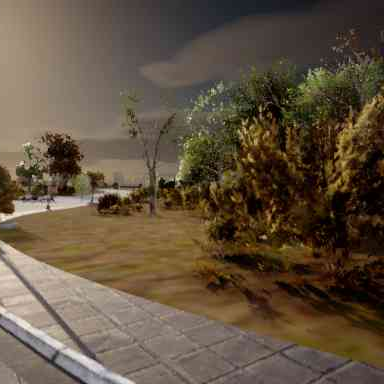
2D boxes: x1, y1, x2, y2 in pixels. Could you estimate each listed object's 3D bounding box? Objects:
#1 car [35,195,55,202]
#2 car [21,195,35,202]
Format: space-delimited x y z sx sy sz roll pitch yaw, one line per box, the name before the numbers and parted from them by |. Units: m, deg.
car | -30.235 1.389 69.413 1.812 1.442 4.674 1 1 -1
car | -33.733 1.277 69.341 1.882 1.535 5.008 1 1 -1
